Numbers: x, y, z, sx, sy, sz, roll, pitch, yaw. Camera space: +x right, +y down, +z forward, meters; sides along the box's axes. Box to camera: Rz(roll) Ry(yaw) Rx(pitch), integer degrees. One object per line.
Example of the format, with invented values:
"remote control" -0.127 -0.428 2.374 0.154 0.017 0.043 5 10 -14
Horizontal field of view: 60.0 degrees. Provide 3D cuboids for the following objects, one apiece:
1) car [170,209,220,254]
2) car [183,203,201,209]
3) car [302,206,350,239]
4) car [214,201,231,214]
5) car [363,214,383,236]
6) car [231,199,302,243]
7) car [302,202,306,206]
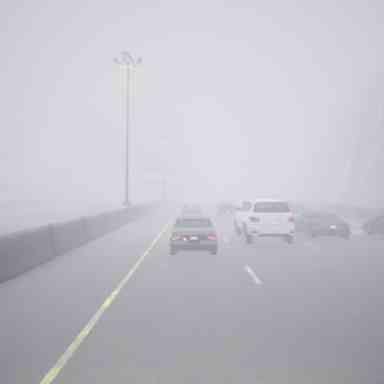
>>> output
"car" 0.053 1.683 14.160 2.033 1.411 5.357 0 0 0
"car" -0.017 1.800 33.546 1.895 1.301 4.718 0 0 0
"car" 7.037 1.724 18.565 1.994 1.385 4.181 0 0 0
"car" 3.478 1.704 35.070 1.837 1.490 4.892 0 0 0
"car" 10.543 1.676 16.780 1.812 1.442 4.674 0 0 0
"car" 3.542 1.374 17.096 2.150 2.045 5.566 0 0 0
"car" 10.480 1.701 34.376 1.837 1.490 4.892 0 0 0
